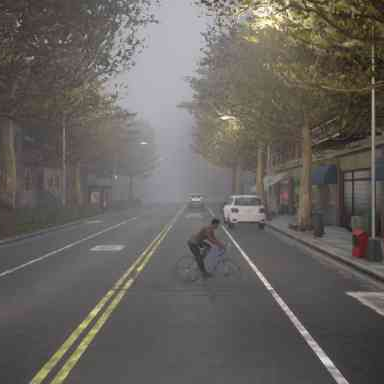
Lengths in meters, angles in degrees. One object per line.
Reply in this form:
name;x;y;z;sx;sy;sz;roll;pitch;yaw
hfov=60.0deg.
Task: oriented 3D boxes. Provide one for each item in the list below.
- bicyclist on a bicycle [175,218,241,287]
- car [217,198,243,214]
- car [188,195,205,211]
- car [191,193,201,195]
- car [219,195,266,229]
bicyclist on a bicycle;0.389;1.448;8.046;1.656;1.620;0.582;2;1;15
car;4.040;1.481;36.030;2.231;1.521;4.892;0;0;1
car;0.537;1.491;40.428;2.128;1.511;4.902;0;0;1
car;0.617;1.221;50.859;2.150;2.045;5.566;0;0;1
car;3.290;1.229;21.672;2.435;2.045;5.566;0;0;1
